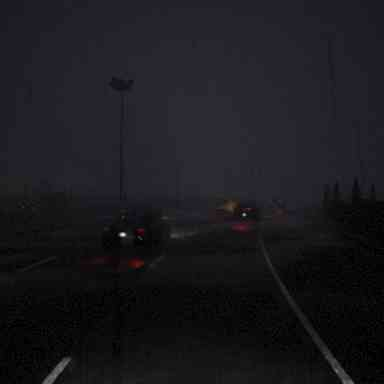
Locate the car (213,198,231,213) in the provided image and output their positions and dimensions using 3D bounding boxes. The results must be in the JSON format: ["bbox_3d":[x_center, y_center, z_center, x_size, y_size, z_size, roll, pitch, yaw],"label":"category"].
[{"bbox_3d":[3.664,1.339,34.245,1.882,1.535,5.008,0,0,22],"label":"car"}]

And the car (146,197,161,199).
[{"bbox_3d":[-4.893,1.391,41.496,2.033,1.411,5.357,0,0,24],"label":"car"}]

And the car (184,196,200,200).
[{"bbox_3d":[0.021,1.420,61.173,1.994,1.385,4.181,0,0,24],"label":"car"}]

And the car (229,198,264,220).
[{"bbox_3d":[4.578,1.388,26.688,1.837,1.490,4.892,0,1,18],"label":"car"}]

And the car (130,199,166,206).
[{"bbox_3d":[-3.511,1.446,24.092,1.994,1.385,4.181,0,0,15],"label":"car"}]

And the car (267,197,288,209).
[{"bbox_3d":[10.831,1.384,42.060,1.812,1.442,4.674,0,0,24],"label":"car"}]

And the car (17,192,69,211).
[{"bbox_3d":[-15.205,1.067,34.371,2.150,2.045,5.566,0,0,19],"label":"car"}]

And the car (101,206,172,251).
[{"bbox_3d":[-2.163,1.486,13.855,1.994,1.385,4.181,0,0,8],"label":"car"}]
